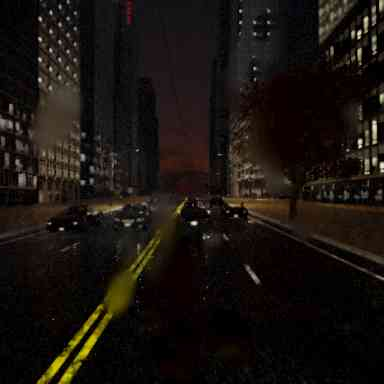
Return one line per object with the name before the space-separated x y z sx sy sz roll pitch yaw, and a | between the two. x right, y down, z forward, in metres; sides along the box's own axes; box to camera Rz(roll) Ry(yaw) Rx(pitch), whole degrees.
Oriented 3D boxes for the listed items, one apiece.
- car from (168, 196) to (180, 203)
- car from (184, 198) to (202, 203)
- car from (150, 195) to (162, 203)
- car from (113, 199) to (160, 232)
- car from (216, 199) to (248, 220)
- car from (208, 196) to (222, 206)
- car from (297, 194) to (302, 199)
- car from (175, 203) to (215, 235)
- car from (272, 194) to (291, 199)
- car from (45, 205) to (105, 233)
car | -3.256 1.362 61.277 2.033 1.411 5.357 0 0 1
car | 0.105 1.428 37.937 2.033 1.411 5.357 0 0 0
car | -6.517 1.297 61.052 2.128 1.511 4.902 0 0 1
car | -3.345 1.429 19.735 2.128 1.511 4.902 0 0 0
car | 3.329 1.515 27.292 1.895 1.301 4.718 0 0 0
car | 3.335 1.332 46.085 1.882 1.535 5.008 0 0 0
car | 25.227 1.082 82.244 4.829 1.417 1.752 -1 0 -1
car | 0.103 1.506 18.380 1.994 1.385 4.181 0 0 0
car | 19.945 1.049 73.796 4.403 1.369 2.008 -1 0 -1
car | -6.596 1.486 19.483 2.033 1.411 5.357 0 0 0
